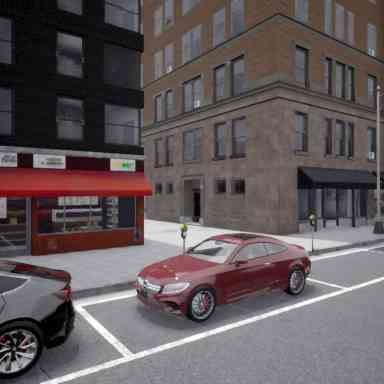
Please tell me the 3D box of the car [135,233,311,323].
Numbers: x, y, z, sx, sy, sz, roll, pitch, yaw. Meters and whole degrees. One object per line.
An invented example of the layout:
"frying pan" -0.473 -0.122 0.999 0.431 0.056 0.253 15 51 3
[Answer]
"car" 0.851 1.582 7.137 4.206 1.307 1.802 0 0 -35

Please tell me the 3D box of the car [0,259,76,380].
"car" -3.630 1.566 3.945 4.313 1.339 1.947 0 0 -35
